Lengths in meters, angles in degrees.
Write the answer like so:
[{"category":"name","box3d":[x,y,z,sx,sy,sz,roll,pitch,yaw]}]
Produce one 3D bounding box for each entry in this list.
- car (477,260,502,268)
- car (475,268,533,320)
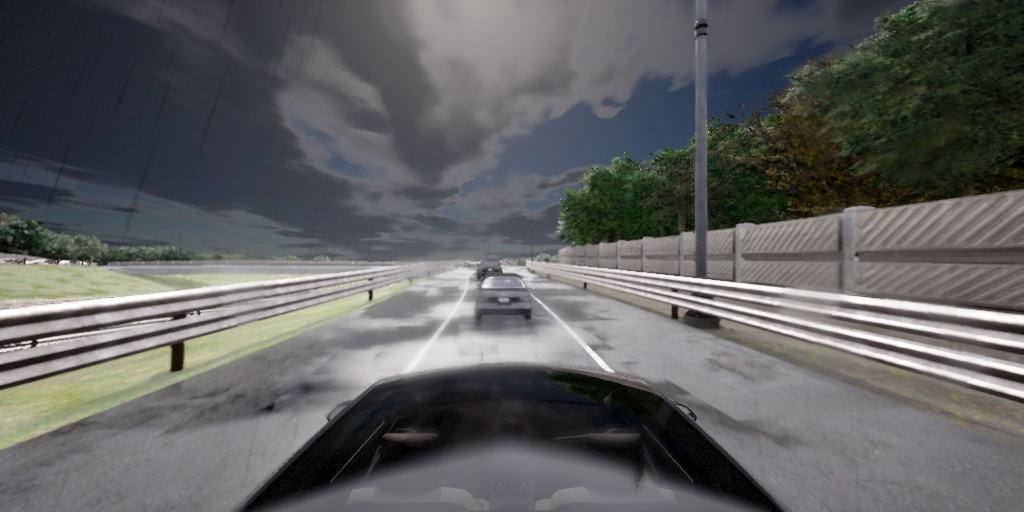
[{"category":"car","box3d":[-1.969,1.132,31.445,2.097,1.767,4.553,0,0,-5]},{"category":"car","box3d":[-0.340,1.311,12.719,2.033,1.411,5.357,0,0,-3]}]
